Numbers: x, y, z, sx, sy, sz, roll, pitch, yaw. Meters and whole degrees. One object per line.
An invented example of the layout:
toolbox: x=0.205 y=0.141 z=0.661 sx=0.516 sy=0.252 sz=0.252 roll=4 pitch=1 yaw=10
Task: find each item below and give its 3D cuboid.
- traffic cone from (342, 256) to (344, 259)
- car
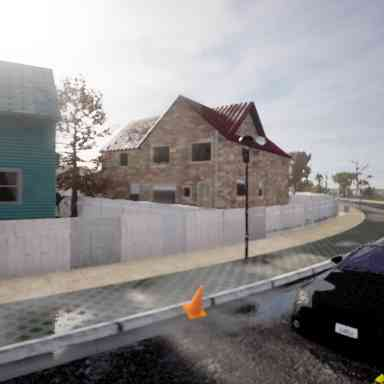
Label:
traffic cone: x=3.954 y=1.973 z=8.746 sx=0.340 sy=0.580 sz=0.340 roll=0 pitch=0 yaw=-43
car: x=3.452 y=1.582 z=5.551 sx=4.181 sy=1.385 sz=1.994 roll=0 pitch=0 yaw=-42
